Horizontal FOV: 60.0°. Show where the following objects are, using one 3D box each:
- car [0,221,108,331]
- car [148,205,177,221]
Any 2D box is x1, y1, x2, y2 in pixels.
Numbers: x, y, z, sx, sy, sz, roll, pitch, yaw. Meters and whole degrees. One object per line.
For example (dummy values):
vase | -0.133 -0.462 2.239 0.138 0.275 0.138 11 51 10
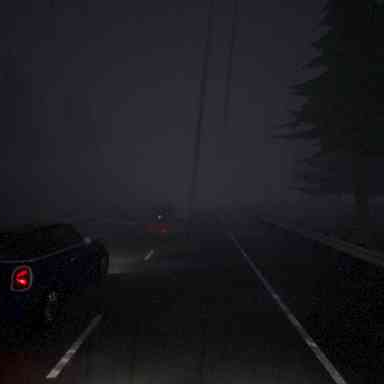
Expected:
car | -3.308 1.384 7.092 2.097 1.767 4.553 0 0 1
car | -2.447 1.739 28.924 1.895 1.301 4.718 0 0 4
